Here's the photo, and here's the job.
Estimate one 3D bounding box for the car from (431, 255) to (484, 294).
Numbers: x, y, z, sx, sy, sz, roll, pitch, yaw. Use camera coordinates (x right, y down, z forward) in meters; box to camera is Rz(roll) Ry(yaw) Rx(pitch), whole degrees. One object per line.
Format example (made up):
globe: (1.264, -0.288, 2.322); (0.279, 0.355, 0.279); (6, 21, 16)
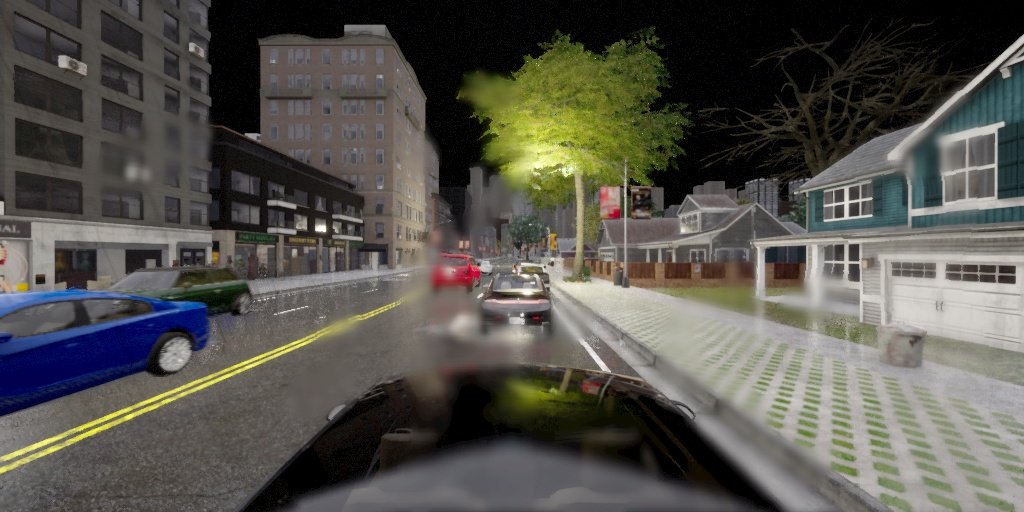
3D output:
car: (-3.065, 0.959, 20.522); (2.150, 2.045, 5.566); (0, 0, 0)

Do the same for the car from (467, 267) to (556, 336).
car: (0.138, 1.238, 10.384); (2.128, 1.511, 4.902); (0, 0, 0)

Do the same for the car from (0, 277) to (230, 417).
car: (-6.587, 1.227, 4.589); (1.882, 1.535, 5.008); (0, 0, 0)

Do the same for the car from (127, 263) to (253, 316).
car: (-9.813, 1.098, 10.193); (2.097, 1.767, 4.553); (0, 0, 0)

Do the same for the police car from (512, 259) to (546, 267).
police car: (1.059, 1.163, 20.633); (1.930, 1.638, 5.238); (0, 0, 0)

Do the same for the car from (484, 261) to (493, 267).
car: (-2.989, 1.245, 38.022); (1.812, 1.442, 4.674); (0, 0, 0)
